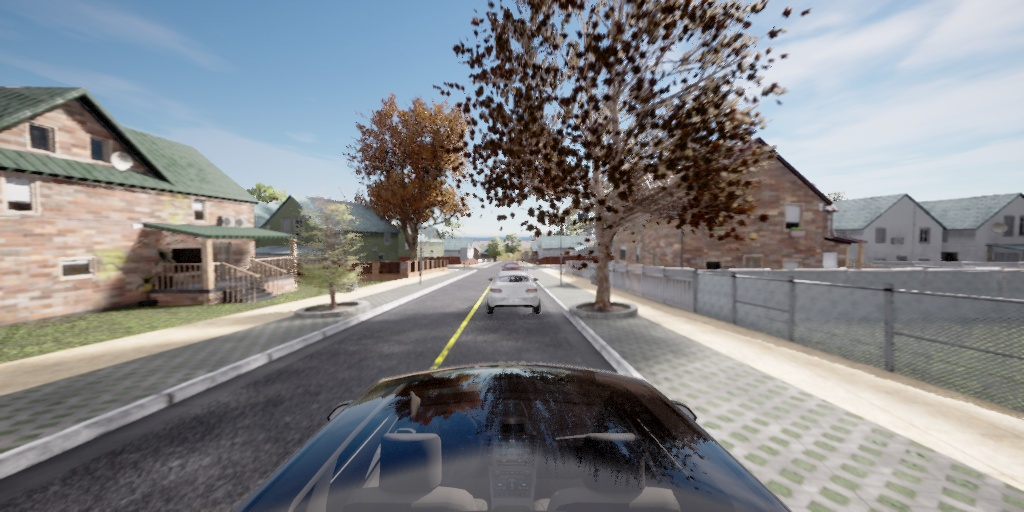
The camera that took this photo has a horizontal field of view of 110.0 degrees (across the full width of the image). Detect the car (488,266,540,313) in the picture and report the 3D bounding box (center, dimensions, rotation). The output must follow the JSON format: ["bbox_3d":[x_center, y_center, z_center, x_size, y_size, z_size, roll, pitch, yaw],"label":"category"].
[{"bbox_3d":[0.056,1.278,13.918,1.812,1.442,4.674,0,0,0],"label":"car"}]

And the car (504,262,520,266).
[{"bbox_3d":[-0.011,1.302,32.427,1.812,1.442,4.674,0,0,0],"label":"car"}]
